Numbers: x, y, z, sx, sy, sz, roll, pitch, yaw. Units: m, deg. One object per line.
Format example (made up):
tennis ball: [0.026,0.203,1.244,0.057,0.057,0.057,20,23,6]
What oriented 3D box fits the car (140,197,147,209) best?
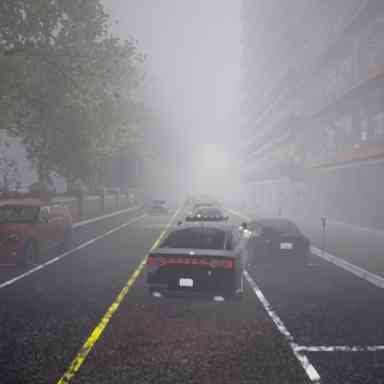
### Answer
car: [-5.829,1.427,45.209,1.967,1.590,4.097,0,0,0]

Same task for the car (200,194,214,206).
car: [2.516,1.306,56.494,2.192,1.841,5.009,0,0,0]

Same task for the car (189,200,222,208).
car: [0.845,1.444,18.398,1.801,1.575,5.366,0,0,0]

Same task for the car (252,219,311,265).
car: [2.656,1.558,11.454,1.947,1.339,4.313,0,0,0]

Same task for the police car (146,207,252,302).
police car: [0.419,1.420,8.504,1.930,1.638,5.238,0,0,12]

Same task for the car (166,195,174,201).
car: [-5.967,1.541,90.080,1.752,1.417,4.829,0,0,0]

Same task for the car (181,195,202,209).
car: [-0.107,1.340,46.105,2.097,1.767,4.553,0,0,0]

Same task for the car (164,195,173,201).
car: [-5.950,1.560,84.619,2.008,1.369,4.403,0,0,0]

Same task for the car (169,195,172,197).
car: [-5.932,1.529,78.819,1.752,1.417,4.829,0,0,0]

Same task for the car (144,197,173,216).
car: [-3.188,1.490,32.755,1.837,1.490,4.892,0,0,0]

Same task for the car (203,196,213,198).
car: [2.569,1.531,39.604,1.887,1.381,4.507,0,0,0]

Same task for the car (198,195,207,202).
car: [2.447,1.444,79.015,1.967,1.590,4.097,0,0,0]

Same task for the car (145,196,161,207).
car: [-5.847,1.429,50.837,1.967,1.590,4.097,0,0,0]

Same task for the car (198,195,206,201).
car: [2.430,1.575,84.646,1.947,1.339,4.313,0,0,0]

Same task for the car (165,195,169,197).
car: [-5.880,1.544,62.098,2.008,1.369,4.403,0,0,0]

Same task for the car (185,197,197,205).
car: [-0.179,1.556,58.795,1.994,1.385,4.181,0,0,0]

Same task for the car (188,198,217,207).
car: [0.827,1.465,24.208,1.882,1.535,5.008,0,0,0]

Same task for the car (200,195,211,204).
car: [2.499,1.433,62.125,1.967,1.590,4.097,0,0,0]

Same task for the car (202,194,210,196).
car: [2.534,1.429,50.864,1.967,1.590,4.097,0,0,0]

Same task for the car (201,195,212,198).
car: [2.551,1.532,45.235,1.887,1.381,4.507,0,0,0]

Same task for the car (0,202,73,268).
car: [-5.724,1.307,11.428,2.192,1.841,5.009,0,0,0]
